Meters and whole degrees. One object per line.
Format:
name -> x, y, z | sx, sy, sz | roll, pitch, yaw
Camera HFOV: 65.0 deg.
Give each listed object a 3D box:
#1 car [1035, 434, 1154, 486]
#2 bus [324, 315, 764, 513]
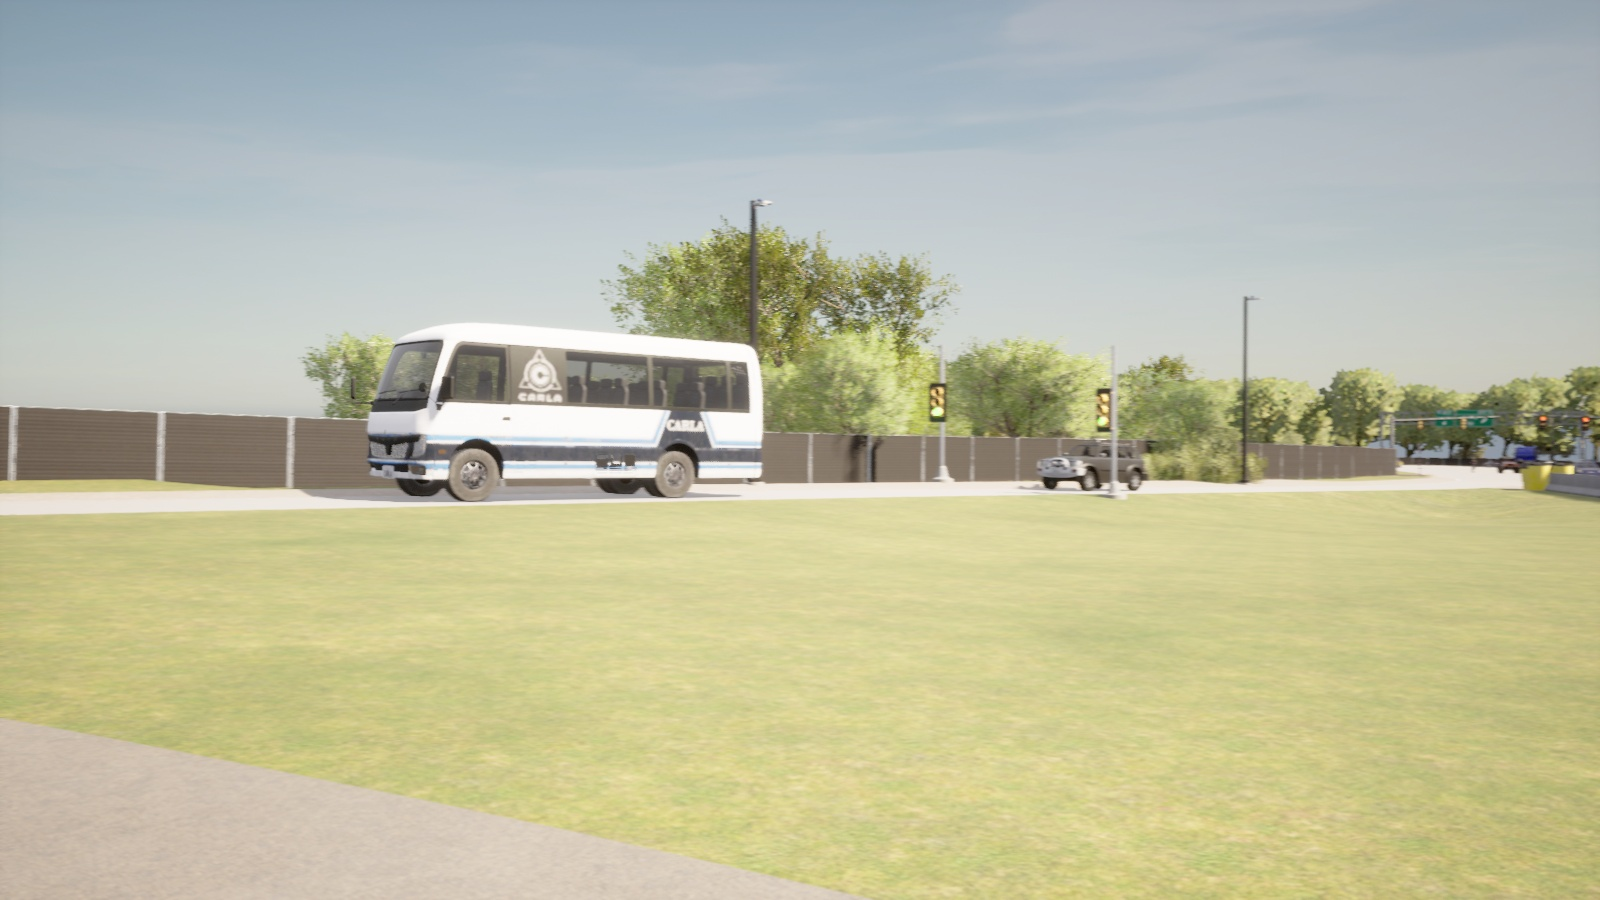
car -> 10.965, 0.378, 46.582 | 4.605, 1.855, 1.932 | 1, 0, -41
bus -> -6.147, -0.797, 31.760 | 10.273, 4.253, 3.944 | 0, 0, -41
